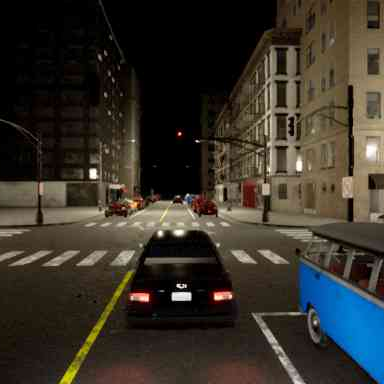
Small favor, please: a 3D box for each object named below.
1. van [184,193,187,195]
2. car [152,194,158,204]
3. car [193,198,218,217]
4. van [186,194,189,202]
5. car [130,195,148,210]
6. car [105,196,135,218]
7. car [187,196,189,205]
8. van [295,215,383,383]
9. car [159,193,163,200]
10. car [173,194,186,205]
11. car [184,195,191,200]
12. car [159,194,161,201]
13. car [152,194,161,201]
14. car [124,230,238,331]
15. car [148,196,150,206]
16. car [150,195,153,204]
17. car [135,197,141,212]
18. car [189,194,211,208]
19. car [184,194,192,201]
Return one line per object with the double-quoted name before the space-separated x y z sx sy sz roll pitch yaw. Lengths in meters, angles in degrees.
"van" -0.501 1.320 73.813 1.690 1.788 3.998 0 0 -2
"car" -8.050 1.535 62.657 2.008 1.369 4.403 0 0 -2
"car" 1.371 1.540 30.578 1.887 1.381 4.507 0 0 -2
"van" 0.435 1.331 52.196 1.690 1.788 3.998 0 0 -2
"car" -7.115 1.309 41.039 2.192 1.841 5.009 0 0 -2
"car" -6.646 1.436 30.230 1.967 1.590 4.097 0 0 -2
"car" 0.669 1.536 46.791 1.887 1.381 4.507 0 0 -2
"van" 2.534 1.340 3.722 1.690 1.788 3.998 0 0 -2
"car" -8.752 1.291 78.870 2.192 1.841 5.009 0 0 -2
"car" -2.571 1.533 60.650 2.033 1.411 5.357 0 0 -2
"car" -1.203 1.516 90.026 1.887 1.381 4.507 0 0 -2
"car" -8.518 1.561 73.466 1.802 1.307 4.206 0 0 -2
"car" -8.986 1.414 84.275 1.967 1.590 4.097 0 0 -2
"car" -0.260 1.546 7.278 2.033 1.411 5.357 0 0 -2
"car" -7.341 1.517 46.274 1.752 1.417 4.829 0 0 -2
"car" -7.582 1.556 51.848 1.947 1.339 4.313 0 0 -2
"car" -6.873 1.520 35.465 1.752 1.417 4.829 0 0 -2
"car" 1.137 1.309 35.982 2.192 1.841 5.009 0 0 -2
"car" -0.969 1.414 84.622 1.967 1.590 4.097 0 0 -2
